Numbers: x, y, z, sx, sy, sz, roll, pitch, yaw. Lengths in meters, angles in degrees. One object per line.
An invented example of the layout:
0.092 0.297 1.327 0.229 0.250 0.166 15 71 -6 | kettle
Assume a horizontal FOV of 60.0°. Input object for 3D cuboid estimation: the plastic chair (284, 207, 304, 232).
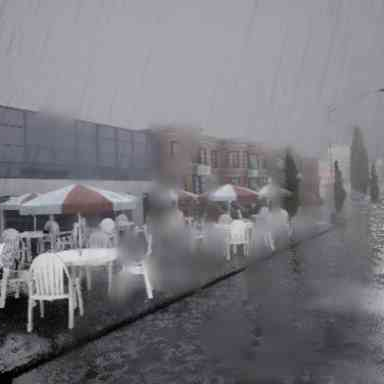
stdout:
5.395 1.435 17.613 0.730 1.271 0.750 -2 0 -5 | plastic chair
